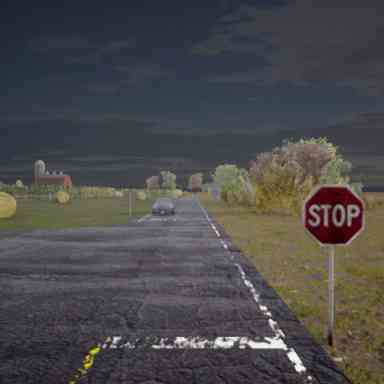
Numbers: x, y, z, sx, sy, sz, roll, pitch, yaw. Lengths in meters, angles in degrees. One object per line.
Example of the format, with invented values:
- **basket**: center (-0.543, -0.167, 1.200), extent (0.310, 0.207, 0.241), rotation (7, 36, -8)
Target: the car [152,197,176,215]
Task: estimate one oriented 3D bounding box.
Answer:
- **car**: center (-2.725, 1.331, 32.955), extent (2.097, 1.767, 4.553), rotation (0, 0, 0)
